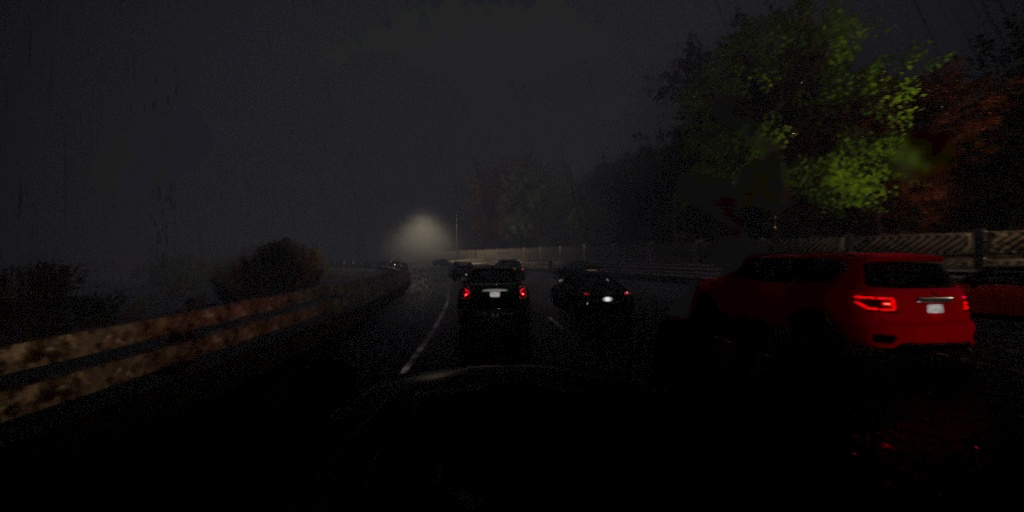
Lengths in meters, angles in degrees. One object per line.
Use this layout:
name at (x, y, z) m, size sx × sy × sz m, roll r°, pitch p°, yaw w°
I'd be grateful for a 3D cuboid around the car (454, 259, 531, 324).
car at (-0.689, 1.097, 12.107) m, size 2.097 × 1.767 × 4.553 m, roll 0°, pitch 0°, yaw -6°

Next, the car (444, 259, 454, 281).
car at (-4.240, 1.234, 30.208) m, size 2.128 × 1.511 × 4.902 m, roll 0°, pitch 0°, yaw -16°

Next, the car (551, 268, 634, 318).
car at (2.725, 1.297, 13.014) m, size 1.994 × 1.385 × 4.181 m, roll 0°, pitch 0°, yaw -6°

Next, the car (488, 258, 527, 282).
car at (-0.486, 1.082, 29.655) m, size 2.097 × 1.767 × 4.553 m, roll 0°, pitch 0°, yaw -15°

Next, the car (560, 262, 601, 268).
car at (4.958, 1.205, 27.346) m, size 2.128 × 1.511 × 4.902 m, roll 0°, pitch 0°, yaw -24°

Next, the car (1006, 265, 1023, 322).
car at (14.016, 1.032, 10.167) m, size 2.097 × 1.767 × 4.553 m, roll 0°, pitch 0°, yaw -31°

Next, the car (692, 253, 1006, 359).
car at (6.693, 0.945, 8.517) m, size 2.150 × 2.045 × 5.566 m, roll 0°, pitch 0°, yaw -4°
